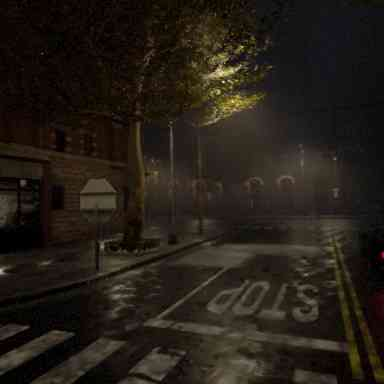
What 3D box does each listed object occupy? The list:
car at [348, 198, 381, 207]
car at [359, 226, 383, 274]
[{"bbox_3d":[31.529,2.321,60.475,4.786,1.482,2.161,-2,-2,22],"label":"car"},{"bbox_3d":[6.612,1.752,10.804,1.895,1.301,4.718,-2,-2,22],"label":"car"}]
